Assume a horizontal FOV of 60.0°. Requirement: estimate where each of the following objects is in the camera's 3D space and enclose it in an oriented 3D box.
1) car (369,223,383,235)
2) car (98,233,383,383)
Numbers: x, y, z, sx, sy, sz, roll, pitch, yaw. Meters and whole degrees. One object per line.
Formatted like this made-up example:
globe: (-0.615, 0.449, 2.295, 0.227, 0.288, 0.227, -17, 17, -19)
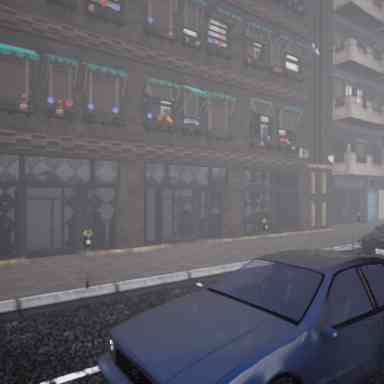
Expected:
car: (8.006, 1.613, 12.244, 4.313, 1.339, 1.947, 0, 0, -35)
car: (1.593, 1.560, 4.510, 5.357, 1.411, 2.033, 0, 0, -35)
